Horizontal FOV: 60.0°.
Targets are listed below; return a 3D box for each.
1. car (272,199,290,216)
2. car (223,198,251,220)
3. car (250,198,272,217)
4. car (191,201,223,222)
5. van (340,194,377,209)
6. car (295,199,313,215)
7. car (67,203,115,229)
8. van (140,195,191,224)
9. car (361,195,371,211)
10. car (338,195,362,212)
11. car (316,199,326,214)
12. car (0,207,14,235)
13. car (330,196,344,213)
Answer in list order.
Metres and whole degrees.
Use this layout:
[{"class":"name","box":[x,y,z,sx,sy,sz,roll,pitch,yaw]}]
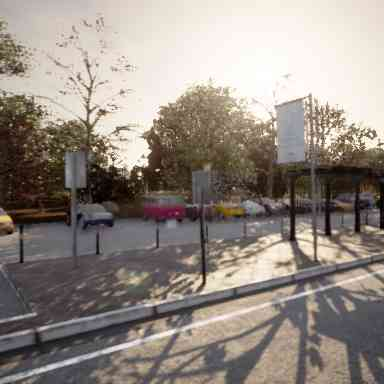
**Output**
[{"class":"car","box":[6.759,1.339,31.569,2.185,1.767,4.553,0,0,-36]},{"class":"car","box":[2.265,1.468,28.311,2.097,1.535,5.008,0,0,-36]},{"class":"car","box":[4.521,1.506,29.927,2.002,1.452,4.674,0,0,-36]},{"class":"car","box":[0.004,1.511,26.697,2.002,1.452,4.674,0,0,-36]},{"class":"van","box":[20.391,1.233,41.131,1.878,1.987,4.442,0,0,-36]},{"class":"car","box":[9.032,1.463,33.162,2.097,1.535,5.008,0,0,-36]},{"class":"car","box":[-6.753,1.508,21.834,2.163,1.488,4.792,0,0,-36]},{"class":"van","box":[-2.323,1.247,25.180,1.878,1.987,4.442,0,0,-36]},{"class":"car","box":[18.049,1.488,39.637,2.163,1.488,4.792,0,0,-36]},{"class":"car","box":[15.915,1.456,37.847,1.946,1.575,5.366,0,0,-36]},{"class":"car","box":[11.297,1.463,34.766,2.231,1.521,4.892,0,0,-36]},{"class":"car","box":[-11.179,1.481,18.478,1.946,1.575,5.366,0,0,-36]},{"class":"car","box":[13.533,1.490,36.408,2.163,1.488,4.792,0,0,-36]}]
